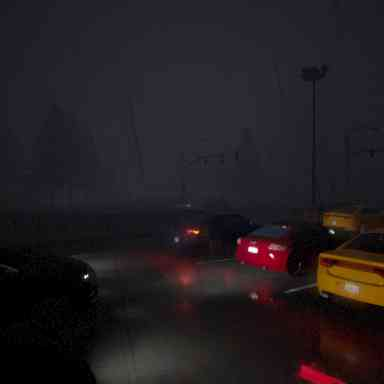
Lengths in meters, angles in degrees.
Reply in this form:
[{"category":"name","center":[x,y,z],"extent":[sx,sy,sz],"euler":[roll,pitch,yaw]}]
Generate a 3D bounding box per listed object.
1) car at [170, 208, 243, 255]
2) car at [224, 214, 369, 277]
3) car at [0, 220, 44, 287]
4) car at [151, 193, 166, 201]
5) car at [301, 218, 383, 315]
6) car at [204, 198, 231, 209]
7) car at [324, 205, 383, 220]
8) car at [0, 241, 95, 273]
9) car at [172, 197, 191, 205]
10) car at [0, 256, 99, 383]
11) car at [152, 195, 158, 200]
[{"category":"car","center":[1.349,1.526,13.200],"extent":[4.674,1.442,1.812],"euler":[0,0,-35]},{"category":"car","center":[3.324,1.564,10.309],"extent":[4.181,1.385,1.994],"euler":[0,0,-35]},{"category":"car","center":[-6.515,1.547,7.714],"extent":[5.357,1.411,2.033],"euler":[0,0,-35]},{"category":"car","center":[-7.589,1.224,76.188],"extent":[2.150,2.045,5.566],"euler":[0,0,-17]},{"category":"car","center":[4.738,1.477,7.033],"extent":[5.008,1.535,1.882],"euler":[0,0,-35]},{"category":"car","center":[3.292,1.479,41.605],"extent":[1.882,1.535,5.008],"euler":[2,1,27]},{"category":"car","center":[9.525,1.477,18.891],"extent":[5.008,1.535,1.882],"euler":[0,0,-35]},{"category":"car","center":[-3.974,1.492,5.192],"extent":[4.902,1.511,2.128],"euler":[0,0,-35]},{"category":"car","center":[-2.090,1.547,61.198],"extent":[2.033,1.411,5.357],"euler":[0,0,-25]},{"category":"car","center":[-2.928,1.505,1.645],"extent":[4.892,1.490,1.837],"euler":[0,0,-35]},{"category":"car","center":[-10.140,1.523,91.266],"extent":[1.812,1.442,4.674],"euler":[0,0,-6]}]
